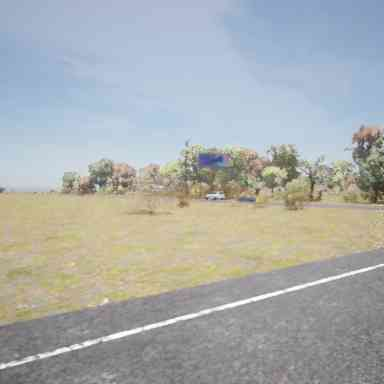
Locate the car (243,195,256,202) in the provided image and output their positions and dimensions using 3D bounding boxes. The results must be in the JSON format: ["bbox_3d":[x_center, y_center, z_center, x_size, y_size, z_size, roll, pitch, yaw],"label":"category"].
[{"bbox_3d":[10.713,1.389,68.264,2.033,1.411,5.357,0,0,-33],"label":"car"}]

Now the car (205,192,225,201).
[{"bbox_3d":[5.306,0.935,76.335,2.150,2.045,5.566,0,0,-34],"label":"car"}]
